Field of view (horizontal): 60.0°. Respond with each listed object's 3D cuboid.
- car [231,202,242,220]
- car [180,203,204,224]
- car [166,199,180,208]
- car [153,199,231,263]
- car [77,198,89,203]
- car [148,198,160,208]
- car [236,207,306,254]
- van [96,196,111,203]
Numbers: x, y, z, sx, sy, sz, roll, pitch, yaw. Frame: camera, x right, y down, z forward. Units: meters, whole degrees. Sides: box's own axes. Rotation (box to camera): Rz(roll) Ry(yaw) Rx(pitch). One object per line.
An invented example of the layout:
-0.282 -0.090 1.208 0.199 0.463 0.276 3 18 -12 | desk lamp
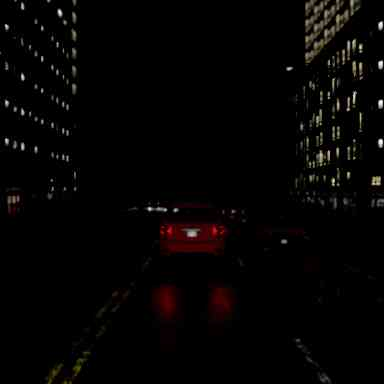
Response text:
3.274 1.617 28.390 2.097 1.767 4.553 0 -1 0 | car
0.023 1.774 28.471 1.837 1.490 4.892 0 0 0 | car
-3.302 2.014 59.234 2.128 1.511 4.902 0 0 0 | car
0.011 1.346 12.547 2.150 2.045 5.566 0 0 0 | car
-28.176 2.096 84.382 4.507 1.381 1.887 0 0 1 | car
-6.546 1.874 59.191 2.097 1.767 4.553 0 0 0 | car
3.279 1.614 14.223 1.882 1.535 5.008 0 0 1 | car
-22.637 1.918 84.335 3.998 1.788 1.690 0 0 1 | van
